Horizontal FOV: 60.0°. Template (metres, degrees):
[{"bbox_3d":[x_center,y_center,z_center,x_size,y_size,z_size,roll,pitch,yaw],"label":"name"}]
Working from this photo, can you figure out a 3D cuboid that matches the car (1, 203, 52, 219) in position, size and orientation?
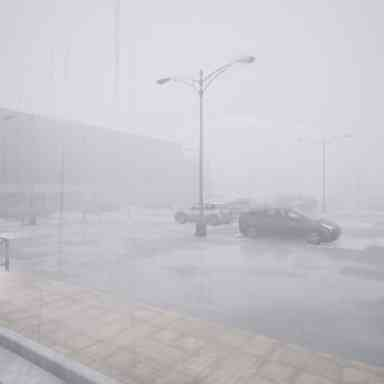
[{"bbox_3d":[-15.346,1.740,30.977,1.994,1.385,4.181,0,0,35],"label":"car"}]

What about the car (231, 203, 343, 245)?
[{"bbox_3d":[4.403,1.490,15.364,4.514,1.523,2.007,0,0,35],"label":"car"}]

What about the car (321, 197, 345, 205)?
[{"bbox_3d":[23.748,1.565,56.014,3.633,1.501,1.845,0,0,35],"label":"car"}]

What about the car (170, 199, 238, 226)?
[{"bbox_3d":[0.758,1.424,22.422,3.806,1.475,1.970,0,0,35],"label":"car"}]

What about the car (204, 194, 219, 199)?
[{"bbox_3d":[3.921,1.398,51.818,2.150,2.045,5.566,0,0,35],"label":"car"}]

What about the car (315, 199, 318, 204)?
[{"bbox_3d":[12.916,1.289,40.913,4.605,1.855,1.932,0,0,35],"label":"car"}]

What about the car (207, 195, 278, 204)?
[{"bbox_3d":[4.196,1.345,27.851,5.027,1.636,2.152,0,0,35],"label":"car"}]

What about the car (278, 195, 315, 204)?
[{"bbox_3d":[11.577,1.269,38.302,3.866,1.878,1.905,0,0,35],"label":"car"}]

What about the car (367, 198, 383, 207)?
[{"bbox_3d":[28.091,1.576,49.298,3.806,1.475,1.970,0,0,35],"label":"car"}]

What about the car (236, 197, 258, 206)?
[{"bbox_3d":[10.053,1.668,60.520,2.128,1.511,4.902,0,0,35],"label":"car"}]

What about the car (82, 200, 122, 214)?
[{"bbox_3d":[-10.269,1.681,38.161,1.837,1.490,4.892,0,0,35],"label":"car"}]

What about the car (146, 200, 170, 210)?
[{"bbox_3d":[-4.487,1.740,46.313,1.994,1.385,4.181,0,0,36],"label":"car"}]
